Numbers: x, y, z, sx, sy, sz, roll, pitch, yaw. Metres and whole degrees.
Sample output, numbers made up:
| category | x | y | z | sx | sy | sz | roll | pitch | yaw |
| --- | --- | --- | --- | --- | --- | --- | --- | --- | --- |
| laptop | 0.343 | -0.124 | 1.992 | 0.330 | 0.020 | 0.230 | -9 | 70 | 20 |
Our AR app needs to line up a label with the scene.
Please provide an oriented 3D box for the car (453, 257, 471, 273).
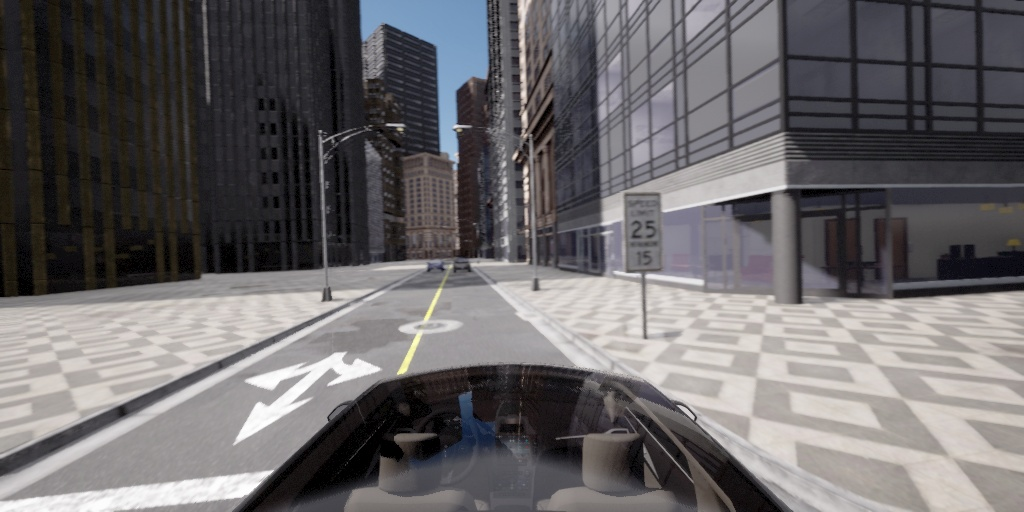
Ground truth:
| category | x | y | z | sx | sy | sz | roll | pitch | yaw |
| --- | --- | --- | --- | --- | --- | --- | --- | --- | --- |
| car | -5.465 | 1.017 | 39.384 | 2.128 | 1.511 | 4.902 | -2 | 1 | -8 |

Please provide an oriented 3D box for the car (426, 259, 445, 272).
| category | x | y | z | sx | sy | sz | roll | pitch | yaw |
| --- | --- | --- | --- | --- | --- | --- | --- | --- | --- |
| car | -9.069 | 1.132 | 42.894 | 1.812 | 1.442 | 4.674 | -2 | 1 | -9 |
